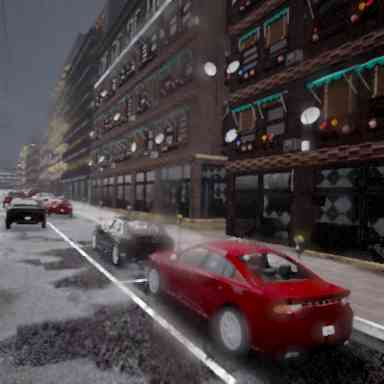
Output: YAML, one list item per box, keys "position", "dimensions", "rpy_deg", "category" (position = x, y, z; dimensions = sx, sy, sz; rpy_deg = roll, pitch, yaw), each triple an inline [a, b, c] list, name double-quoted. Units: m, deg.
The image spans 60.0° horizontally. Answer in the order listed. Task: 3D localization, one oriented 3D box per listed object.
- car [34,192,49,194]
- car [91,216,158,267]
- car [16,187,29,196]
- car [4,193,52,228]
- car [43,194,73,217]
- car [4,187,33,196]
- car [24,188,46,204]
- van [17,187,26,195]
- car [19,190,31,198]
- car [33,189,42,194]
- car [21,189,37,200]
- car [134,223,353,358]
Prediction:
- position: [-12.975, 1.020, 30.242]
  dimensions: [1.887, 1.381, 4.507]
  rpy_deg: [4, -1, -30]
  category: "car"
- position: [-2.073, 1.472, 10.998]
  dimensions: [2.008, 1.369, 4.403]
  rpy_deg: [4, -1, -30]
  category: "car"
- position: [-37.530, -0.118, 73.533]
  dimensions: [2.192, 1.841, 5.009]
  rpy_deg: [4, -1, -30]
  category: "car"
- position: [-9.354, 1.085, 18.721]
  dimensions: [1.882, 1.535, 5.008]
  rpy_deg: [3, 0, -29]
  category: "car"
- position: [-10.250, 1.129, 25.431]
  dimensions: [1.887, 1.381, 4.507]
  rpy_deg: [4, -1, -30]
  category: "car"
- position: [-17.334, 0.640, 32.839]
  dimensions: [2.097, 1.767, 4.553]
  rpy_deg: [3, 0, -29]
  category: "car"
- position: [-21.169, 0.471, 44.663]
  dimensions: [2.192, 1.841, 5.009]
  rpy_deg: [4, -1, -30]
  category: "car"
- position: [-40.259, -0.183, 78.344]
  dimensions: [1.690, 1.788, 3.998]
  rpy_deg: [4, -1, -30]
  category: "van"
- position: [-32.092, 0.337, 63.906]
  dimensions: [1.802, 1.307, 4.206]
  rpy_deg: [4, -1, -30]
  category: "car"
- position: [-15.688, 0.809, 35.059]
  dimensions: [1.967, 1.590, 4.097]
  rpy_deg: [4, -1, -30]
  category: "car"
- position: [-26.630, 0.392, 54.284]
  dimensions: [1.967, 1.590, 4.097]
  rpy_deg: [4, -1, -30]
  category: "car"
- position: [0.653, 1.583, 6.186]
  dimensions: [1.887, 1.381, 4.507]
  rpy_deg: [4, -1, -30]
  category: "car"
